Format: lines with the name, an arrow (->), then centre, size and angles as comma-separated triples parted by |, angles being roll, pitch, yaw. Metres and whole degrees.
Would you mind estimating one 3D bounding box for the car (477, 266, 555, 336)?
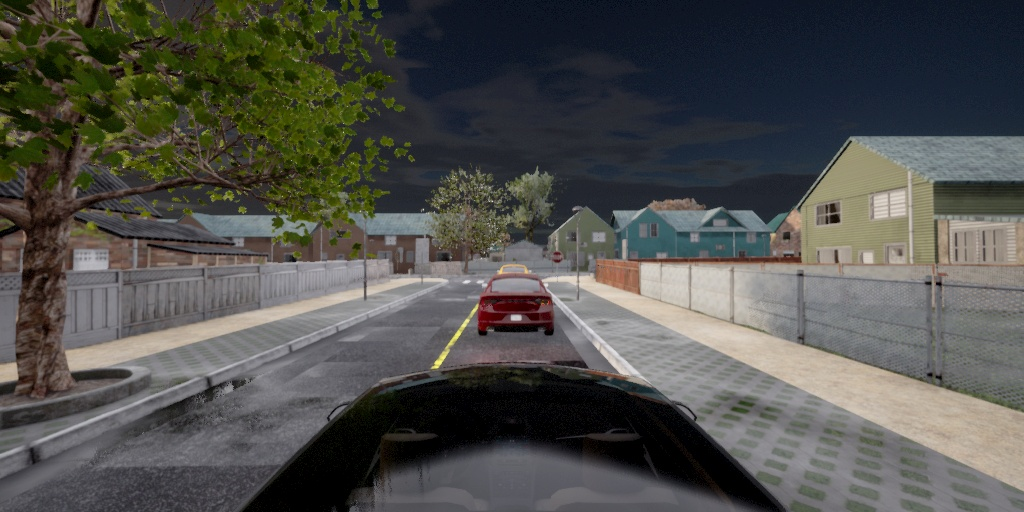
car -> 0.096, 1.228, 10.482 | 1.882, 1.535, 5.008 | 0, 0, 0
